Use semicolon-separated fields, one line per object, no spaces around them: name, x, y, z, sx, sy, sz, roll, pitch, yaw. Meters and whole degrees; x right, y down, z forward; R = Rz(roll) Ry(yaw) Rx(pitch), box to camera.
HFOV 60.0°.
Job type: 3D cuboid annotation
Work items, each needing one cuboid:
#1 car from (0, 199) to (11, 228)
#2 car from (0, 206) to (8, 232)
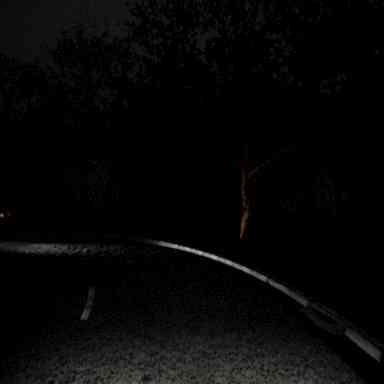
car;-13.235;1.384;18.915;5.566;2.045;2.150;0;-3;8
car;-11.147;1.457;14.770;4.902;1.511;2.128;0;-3;16
